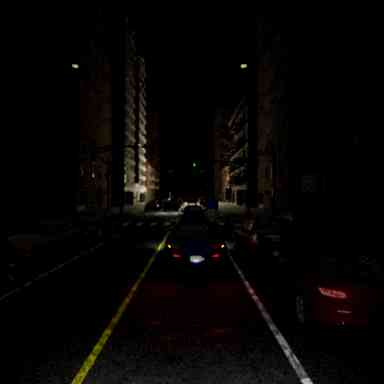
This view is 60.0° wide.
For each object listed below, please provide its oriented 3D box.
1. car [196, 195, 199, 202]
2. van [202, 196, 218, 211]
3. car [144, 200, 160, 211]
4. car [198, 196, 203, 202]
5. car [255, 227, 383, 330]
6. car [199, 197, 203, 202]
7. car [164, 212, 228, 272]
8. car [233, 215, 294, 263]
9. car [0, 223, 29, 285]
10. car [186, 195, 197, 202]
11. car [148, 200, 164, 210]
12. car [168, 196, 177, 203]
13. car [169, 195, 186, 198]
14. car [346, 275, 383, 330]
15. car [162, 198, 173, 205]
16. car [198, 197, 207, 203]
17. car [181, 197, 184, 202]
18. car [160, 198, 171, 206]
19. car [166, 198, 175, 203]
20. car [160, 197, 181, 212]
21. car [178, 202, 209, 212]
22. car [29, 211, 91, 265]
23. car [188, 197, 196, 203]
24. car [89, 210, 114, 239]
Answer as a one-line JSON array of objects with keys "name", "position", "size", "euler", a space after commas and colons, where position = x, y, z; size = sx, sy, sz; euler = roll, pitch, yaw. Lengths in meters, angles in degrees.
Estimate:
[{"name": "car", "position": [2.652, 1.835, 73.305], "size": [2.192, 1.841, 5.009], "euler": [0, 0, 0]}, {"name": "van", "position": [2.646, 1.665, 44.899], "size": [1.690, 1.788, 3.998], "euler": [0, 0, 0]}, {"name": "car", "position": [-5.379, 1.875, 44.891], "size": [2.008, 1.369, 4.403], "euler": [0, 0, 0]}, {"name": "car", "position": [2.651, 2.065, 67.622], "size": [1.802, 1.307, 4.206], "euler": [0, 0, 0]}, {"name": "car", "position": [2.638, 1.632, 6.779], "size": [1.802, 1.307, 4.206], "euler": [0, 0, 0]}, {"name": "car", "position": [2.648, 1.987, 56.259], "size": [1.802, 1.307, 4.206], "euler": [0, 0, 0]}, {"name": "car", "position": [0.100, 1.607, 11.002], "size": [1.812, 1.442, 4.674], "euler": [0, -1, 0]}, {"name": "car", "position": [2.640, 1.530, 12.299], "size": [1.967, 1.590, 4.097], "euler": [0, 0, 0]}, {"name": "car", "position": [-5.387, 1.490, 6.775], "size": [1.967, 1.590, 4.097], "euler": [0, 0, 0]}, {"name": "car", "position": [0.014, 1.882, 74.998], "size": [2.097, 1.767, 4.553], "euler": [0, 0, 0]}, {"name": "car", "position": [-5.378, 1.910, 50.572], "size": [1.887, 1.381, 4.507], "euler": [0, 0, 0]}, {"name": "car", "position": [-5.370, 1.946, 90.346], "size": [2.192, 1.841, 5.009], "euler": [0, 0, 0]}, {"name": "car", "position": [-2.738, 1.689, 65.319], "size": [2.150, 2.045, 5.566], "euler": [0, 0, 0]}, {"name": "car", "position": [2.637, 1.561, 1.261], "size": [2.008, 1.369, 4.403], "euler": [0, 0, 0]}, {"name": "car", "position": [-5.373, 2.086, 73.300], "size": [1.947, 1.339, 4.313], "euler": [0, 0, 0]}, {"name": "car", "position": [2.654, 2.034, 84.667], "size": [1.967, 1.590, 4.097], "euler": [0, 0, 0]}, {"name": "car", "position": [-2.787, 1.942, 54.804], "size": [2.033, 1.411, 5.357], "euler": [0, 0, 1]}, {"name": "car", "position": [-5.375, 2.008, 67.448], "size": [1.752, 1.417, 4.829], "euler": [0, 0, 0]}, {"name": "car", "position": [-5.371, 2.160, 84.663], "size": [1.947, 1.339, 4.313], "euler": [0, 0, 0]}, {"name": "car", "position": [-2.827, 1.802, 44.898], "size": [1.882, 1.535, 5.008], "euler": [0, 0, 0]}, {"name": "car", "position": [0.099, 1.709, 25.307], "size": [1.812, 1.442, 4.674], "euler": [0, 0, 0]}, {"name": "car", "position": [-5.386, 1.614, 12.122], "size": [1.752, 1.417, 4.829], "euler": [0, 0, 0]}, {"name": "car", "position": [0.016, 2.063, 85.030], "size": [1.812, 1.442, 4.674], "euler": [0, 0, 0]}, {"name": "car", "position": [-5.384, 1.681, 17.810], "size": [2.008, 1.369, 4.403], "euler": [0, 0, 0]}]
